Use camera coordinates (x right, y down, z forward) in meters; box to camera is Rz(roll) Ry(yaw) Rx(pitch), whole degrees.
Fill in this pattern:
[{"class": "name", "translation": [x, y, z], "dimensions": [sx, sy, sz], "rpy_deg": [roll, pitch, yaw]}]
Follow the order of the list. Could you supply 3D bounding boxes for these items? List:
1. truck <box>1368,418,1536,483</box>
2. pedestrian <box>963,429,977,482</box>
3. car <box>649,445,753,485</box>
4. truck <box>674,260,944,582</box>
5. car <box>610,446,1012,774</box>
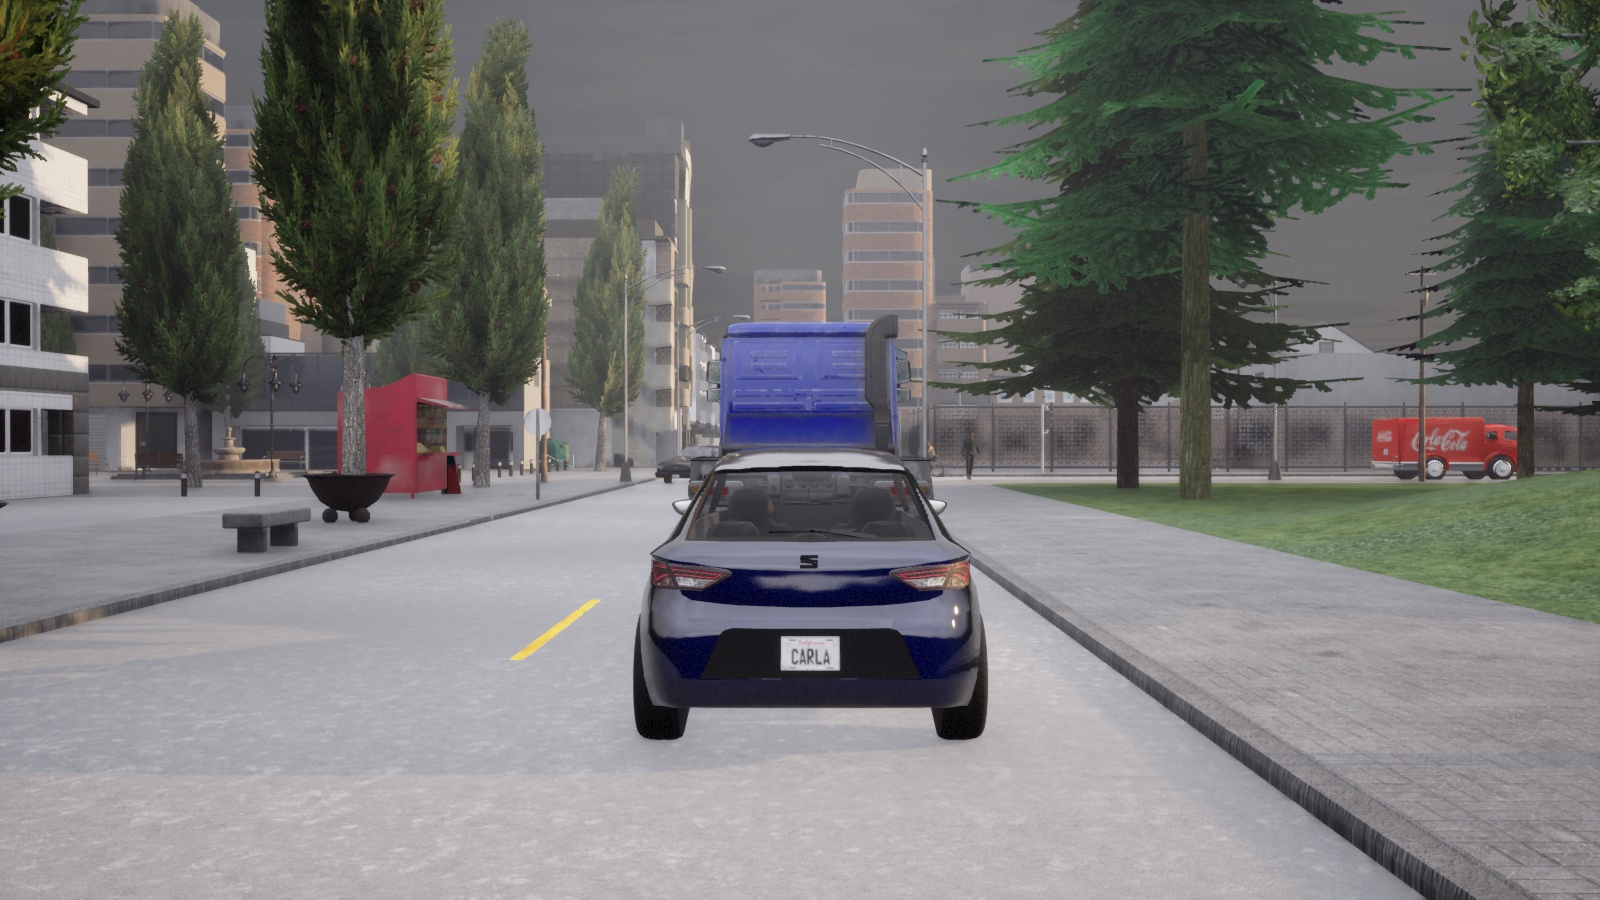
[{"class": "truck", "translation": [25.438, 0.003, 49.137], "dimensions": [5.204, 2.467, 2.627], "rpy_deg": [0, 0, 0]}, {"class": "pedestrian", "translation": [6.317, 0.198, 46.671], "dimensions": [0.423, 1.949, 0.788], "rpy_deg": [0, 0, 1]}, {"class": "car", "translation": [-3.617, 0.525, 47.143], "dimensions": [2.033, 1.411, 5.357], "rpy_deg": [0, 0, 17]}, {"class": "truck", "translation": [0.122, -0.334, 17.460], "dimensions": [2.891, 3.462, 7.936], "rpy_deg": [0, 0, 0]}, {"class": "car", "translation": [0.061, 0.716, 7.772], "dimensions": [1.816, 1.474, 4.193], "rpy_deg": [0, 0, 0]}]
